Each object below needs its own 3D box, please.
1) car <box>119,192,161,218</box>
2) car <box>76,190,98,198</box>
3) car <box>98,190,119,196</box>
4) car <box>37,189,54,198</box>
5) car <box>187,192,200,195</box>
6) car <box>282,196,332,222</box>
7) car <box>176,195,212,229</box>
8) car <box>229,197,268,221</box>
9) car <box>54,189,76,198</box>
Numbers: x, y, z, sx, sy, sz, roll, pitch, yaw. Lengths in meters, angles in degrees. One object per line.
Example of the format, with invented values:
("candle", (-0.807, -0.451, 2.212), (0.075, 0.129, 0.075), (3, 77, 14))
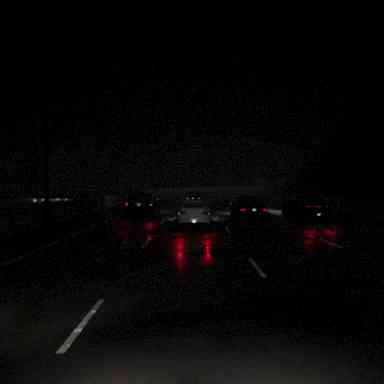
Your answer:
("car", (-3.400, 0.799, 23.326), (2.097, 1.767, 4.553), (0, 1, 0))
("car", (-16.562, 0.292, 53.923), (1.994, 1.385, 4.181), (0, 1, 5))
("car", (-13.078, 0.336, 53.591), (1.994, 1.385, 4.181), (0, 1, 5))
("car", (-23.530, 0.216, 54.586), (1.882, 1.535, 5.008), (0, 1, 5))
("car", (0.153, 0.679, 36.739), (2.033, 1.411, 5.357), (0, 1, 1))
("car", (7.100, 0.993, 21.006), (2.128, 1.511, 4.902), (0, 1, 0))
("car", (0.100, 1.096, 18.097), (1.812, 1.442, 4.674), (0, 1, 0))
("car", (3.600, 1.032, 21.746), (2.033, 1.411, 5.357), (0, 1, 0))
("car", (-20.049, 0.375, 54.227), (1.895, 1.301, 4.718), (0, 1, 5))
